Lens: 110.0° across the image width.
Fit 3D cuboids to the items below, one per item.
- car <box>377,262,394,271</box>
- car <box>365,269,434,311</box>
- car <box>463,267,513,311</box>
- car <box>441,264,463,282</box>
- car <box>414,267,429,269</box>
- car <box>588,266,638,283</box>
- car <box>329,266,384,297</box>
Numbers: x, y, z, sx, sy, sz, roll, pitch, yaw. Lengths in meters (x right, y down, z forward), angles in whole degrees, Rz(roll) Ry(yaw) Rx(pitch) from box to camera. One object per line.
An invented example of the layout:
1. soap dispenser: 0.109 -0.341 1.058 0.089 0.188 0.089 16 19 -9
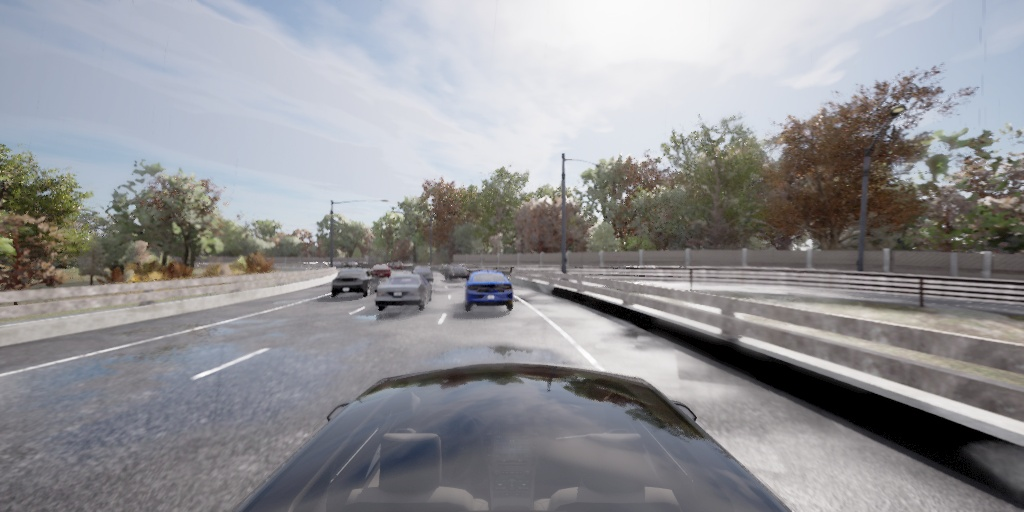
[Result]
1. car: -13.739 1.702 37.569 1.882 1.535 5.008 0 -1 -20
2. car: -4.566 1.481 15.695 2.033 1.411 5.357 0 -1 -8
3. car: -1.110 1.403 15.725 1.882 1.535 5.008 0 -1 -7
4. car: -5.537 1.774 35.341 1.895 1.301 4.718 0 -1 -18
5. car: -7.913 1.682 31.386 2.033 1.411 5.357 0 -1 -17
6. car: 8.730 1.532 31.076 4.181 1.385 1.994 -1 -1 36
7. car: -9.000 1.513 20.919 1.837 1.490 4.892 0 -1 -10
